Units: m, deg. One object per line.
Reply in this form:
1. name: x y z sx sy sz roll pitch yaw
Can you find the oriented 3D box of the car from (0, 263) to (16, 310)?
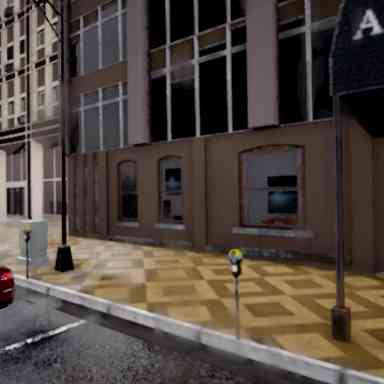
1. car: -5.058 1.587 6.499 4.206 1.307 1.802 0 -1 36
